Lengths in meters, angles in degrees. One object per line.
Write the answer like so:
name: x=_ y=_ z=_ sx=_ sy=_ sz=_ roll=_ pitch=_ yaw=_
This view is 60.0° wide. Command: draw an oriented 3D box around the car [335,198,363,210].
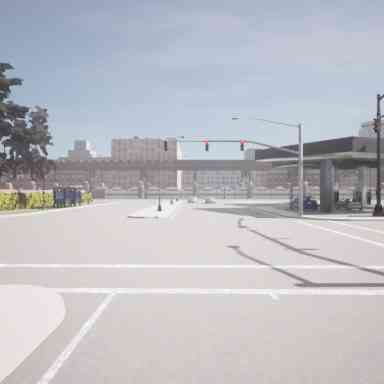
car: x=18.989 y=1.456 z=40.393 sx=1.970 sy=1.475 sz=3.806 roll=0 pitch=0 yaw=0

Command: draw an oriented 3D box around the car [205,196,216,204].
car: x=3.554 y=1.525 z=64.319 sx=1.812 sy=1.442 sz=4.674 roll=0 pitch=0 yaw=0

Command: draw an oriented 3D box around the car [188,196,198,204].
car: x=0.160 y=1.525 z=66.102 sx=1.812 sy=1.442 sz=4.674 roll=0 pitch=0 yaw=0

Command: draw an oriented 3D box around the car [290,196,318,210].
car: x=13.244 y=1.295 z=39.635 sx=2.242 sy=1.667 sz=4.611 roll=0 pitch=0 yaw=0
